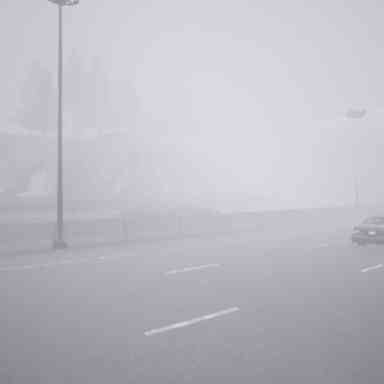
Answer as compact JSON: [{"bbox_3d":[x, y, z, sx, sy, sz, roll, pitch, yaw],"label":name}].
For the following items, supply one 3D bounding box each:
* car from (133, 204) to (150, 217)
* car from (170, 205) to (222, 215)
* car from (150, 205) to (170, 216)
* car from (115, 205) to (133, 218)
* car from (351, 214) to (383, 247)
[{"bbox_3d":[-3.248,2.011,32.712,4.181,1.385,1.994,0,-1,-42],"label":"car"},{"bbox_3d":[0.701,1.915,26.887,4.181,1.385,1.994,1,-1,-41],"label":"car"},{"bbox_3d":[-0.940,1.894,30.084,4.902,1.511,2.128,1,-1,-42],"label":"car"},{"bbox_3d":[-5.714,1.981,35.207,4.902,1.511,2.128,1,-1,-42],"label":"car"},{"bbox_3d":[9.032,1.707,15.031,5.357,1.411,2.033,0,-1,-43],"label":"car"}]
